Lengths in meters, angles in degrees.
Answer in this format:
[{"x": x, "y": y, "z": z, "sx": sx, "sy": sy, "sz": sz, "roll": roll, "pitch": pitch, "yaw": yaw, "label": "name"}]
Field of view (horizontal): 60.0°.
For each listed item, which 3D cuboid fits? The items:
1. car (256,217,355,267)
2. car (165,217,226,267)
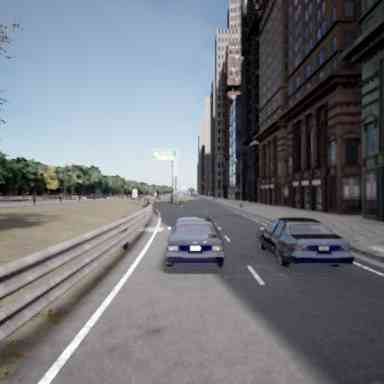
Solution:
[{"x": 3.592, "y": 1.593, "z": 11.557, "sx": 2.033, "sy": 1.411, "sz": 5.357, "roll": 0, "pitch": 0, "yaw": 0, "label": "car"}, {"x": 0.094, "y": 1.592, "z": 11.567, "sx": 2.033, "sy": 1.411, "sz": 5.357, "roll": 0, "pitch": 0, "yaw": 0, "label": "car"}]
